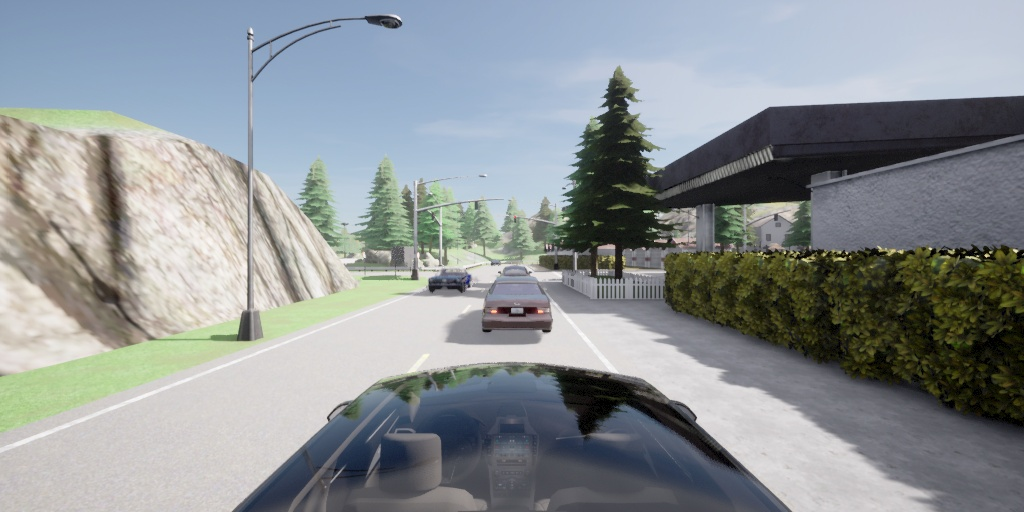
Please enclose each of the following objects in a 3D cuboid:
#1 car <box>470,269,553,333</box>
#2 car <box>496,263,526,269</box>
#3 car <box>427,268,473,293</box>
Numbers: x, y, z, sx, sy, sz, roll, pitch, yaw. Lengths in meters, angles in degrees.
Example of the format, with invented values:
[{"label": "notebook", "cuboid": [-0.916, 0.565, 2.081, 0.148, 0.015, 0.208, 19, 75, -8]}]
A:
[{"label": "car", "cuboid": [0.132, 1.297, 10.746, 2.033, 1.411, 5.357, 0, 0, 0]}, {"label": "car", "cuboid": [0.174, 1.276, 20.332, 1.812, 1.442, 4.674, 0, 0, 0]}, {"label": "car", "cuboid": [-3.468, 1.351, 20.720, 1.895, 1.301, 4.718, 0, 0, 1]}]
